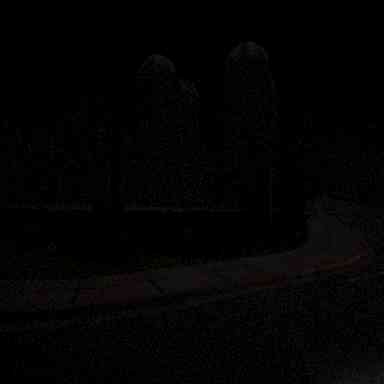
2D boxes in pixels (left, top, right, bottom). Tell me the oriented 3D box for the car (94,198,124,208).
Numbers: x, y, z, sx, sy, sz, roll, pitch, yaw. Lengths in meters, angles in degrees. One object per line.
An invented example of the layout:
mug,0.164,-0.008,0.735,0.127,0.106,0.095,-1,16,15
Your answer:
car,-10.582,1.655,42.613,2.242,1.667,4.611,0,0,19
